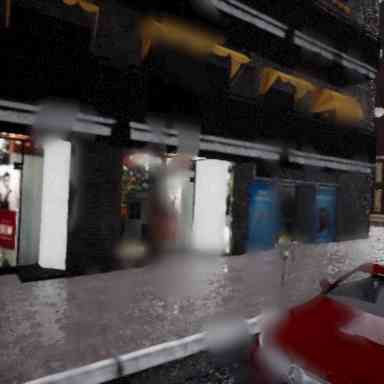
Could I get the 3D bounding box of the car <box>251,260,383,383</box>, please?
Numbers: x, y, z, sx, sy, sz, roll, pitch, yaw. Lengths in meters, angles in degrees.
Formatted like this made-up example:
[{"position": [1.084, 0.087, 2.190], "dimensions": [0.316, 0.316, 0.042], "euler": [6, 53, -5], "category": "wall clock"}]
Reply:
[{"position": [2.638, 1.578, 4.110], "dimensions": [4.206, 1.307, 1.802], "euler": [1, 3, -34], "category": "car"}]
